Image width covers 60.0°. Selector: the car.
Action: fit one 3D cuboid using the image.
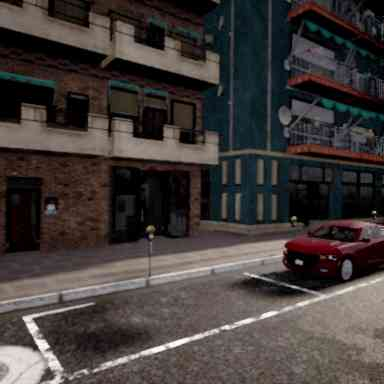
[{"bbox_3d":[4.575,1.554,9.816,4.507,1.381,1.887,0,1,-36],"label":"car"}]
